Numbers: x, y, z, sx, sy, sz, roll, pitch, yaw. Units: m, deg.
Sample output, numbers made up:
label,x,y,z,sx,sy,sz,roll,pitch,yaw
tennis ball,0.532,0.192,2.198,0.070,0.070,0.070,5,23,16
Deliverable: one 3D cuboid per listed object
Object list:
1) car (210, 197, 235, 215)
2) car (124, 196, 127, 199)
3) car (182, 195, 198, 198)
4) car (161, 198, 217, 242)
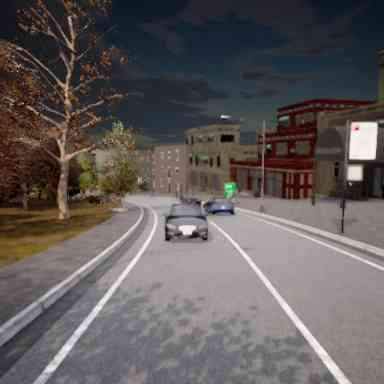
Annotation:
label,x,y,z,sx,sy,sz,roll,pitch,yaw
car,2.186,1.132,28.060,1.994,1.385,4.181,-1,1,-8
car,-15.795,0.724,73.896,1.837,1.490,4.892,-3,1,-26
car,-0.319,0.971,41.669,1.895,1.301,4.718,-1,1,-13
car,-0.312,1.272,15.264,2.128,1.511,4.902,0,1,-3
